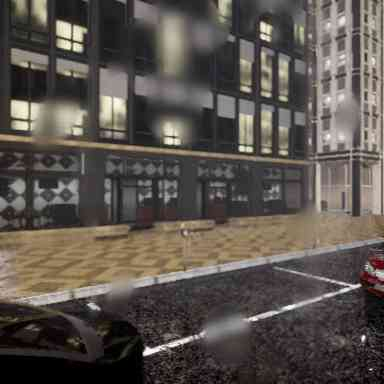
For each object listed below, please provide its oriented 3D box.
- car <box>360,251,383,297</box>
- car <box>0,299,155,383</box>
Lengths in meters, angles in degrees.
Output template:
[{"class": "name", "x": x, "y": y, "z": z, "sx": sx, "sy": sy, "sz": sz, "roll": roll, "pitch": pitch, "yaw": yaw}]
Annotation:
[{"class": "car", "x": 5.660, "y": 1.515, "z": 7.414, "sx": 4.674, "sy": 1.442, "sz": 1.812, "roll": 0, "pitch": 0, "yaw": -35}, {"class": "car", "x": -2.498, "y": 1.508, "z": 1.595, "sx": 4.892, "sy": 1.490, "sz": 1.837, "roll": 0, "pitch": 0, "yaw": -36}]
